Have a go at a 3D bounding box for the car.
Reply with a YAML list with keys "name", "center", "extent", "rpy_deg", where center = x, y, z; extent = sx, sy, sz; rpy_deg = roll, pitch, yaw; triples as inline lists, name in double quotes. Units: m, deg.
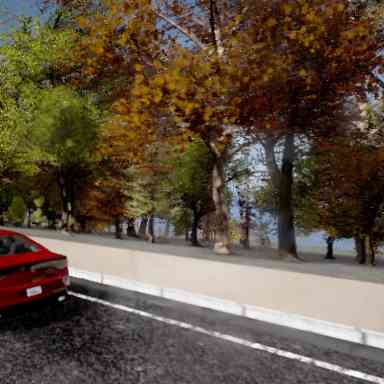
- name: "car"
  center: [-4.659, 1.520, 6.998]
  extent: [5.008, 1.535, 1.882]
  rpy_deg: [0, 0, 35]
